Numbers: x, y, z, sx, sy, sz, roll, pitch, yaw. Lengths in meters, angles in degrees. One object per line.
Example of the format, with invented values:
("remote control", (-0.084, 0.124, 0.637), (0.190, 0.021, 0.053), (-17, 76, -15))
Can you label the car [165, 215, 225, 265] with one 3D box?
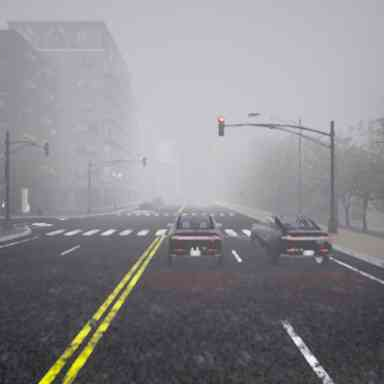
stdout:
("car", (0.100, 1.573, 12.054), (2.128, 1.511, 4.902), (0, 0, 0))

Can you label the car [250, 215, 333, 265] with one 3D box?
("car", (3.351, 1.573, 12.060), (2.128, 1.511, 4.902), (0, 0, -1))

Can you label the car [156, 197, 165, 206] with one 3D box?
("car", (-6.523, 1.809, 64.880), (2.097, 1.767, 4.553), (0, 0, 0))

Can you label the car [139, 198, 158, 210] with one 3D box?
("car", (-6.582, 1.941, 49.225), (1.895, 1.301, 4.718), (0, 0, 0))
